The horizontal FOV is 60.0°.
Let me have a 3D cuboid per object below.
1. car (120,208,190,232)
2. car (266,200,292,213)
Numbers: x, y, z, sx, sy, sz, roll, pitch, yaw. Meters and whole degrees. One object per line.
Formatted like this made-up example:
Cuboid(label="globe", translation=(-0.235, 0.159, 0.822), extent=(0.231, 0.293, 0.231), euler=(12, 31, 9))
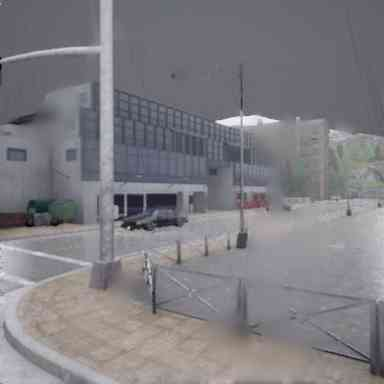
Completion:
Cuboid(label="car", translation=(-2.319, 1.798, 22.485), extent=(2.033, 1.411, 5.357), euler=(0, 0, 35))
Cuboid(label="car", translation=(10.625, 1.744, 40.621), extent=(2.128, 1.511, 4.902), euler=(0, 0, 36))
